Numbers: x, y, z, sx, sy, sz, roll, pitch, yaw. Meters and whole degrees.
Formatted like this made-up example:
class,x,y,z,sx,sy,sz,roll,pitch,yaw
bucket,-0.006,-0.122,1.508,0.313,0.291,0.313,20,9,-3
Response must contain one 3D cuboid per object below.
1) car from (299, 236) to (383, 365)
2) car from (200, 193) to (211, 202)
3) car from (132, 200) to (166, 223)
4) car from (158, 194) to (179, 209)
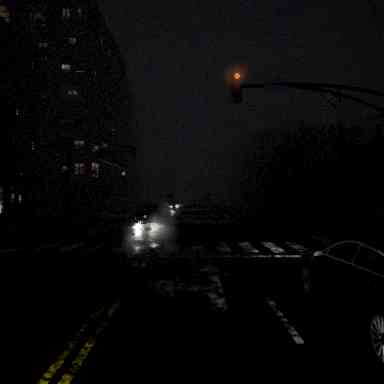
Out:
class,x,y,z,sx,sy,sz,roll,pitch,yaw
car,3.341,1.491,5.654,2.128,1.511,4.902,0,0,0
car,3.130,1.255,75.687,2.150,2.045,5.566,0,0,0
car,-3.396,1.593,26.083,1.994,1.385,4.181,0,0,0
car,-3.420,1.234,46.416,2.150,2.045,5.566,0,0,0
